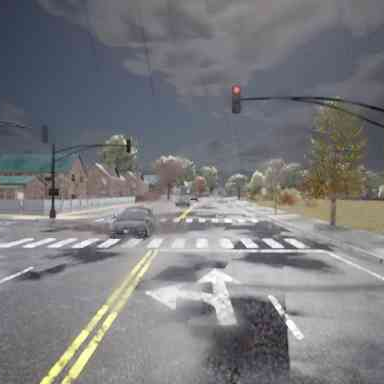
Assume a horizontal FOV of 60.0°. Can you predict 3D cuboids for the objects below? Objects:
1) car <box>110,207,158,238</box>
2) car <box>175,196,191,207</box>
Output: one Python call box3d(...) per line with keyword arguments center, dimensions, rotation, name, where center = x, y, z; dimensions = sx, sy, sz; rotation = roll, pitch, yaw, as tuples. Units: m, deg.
box3d(center=(-2.951, 1.586, 17.641), dimensions=(1.837, 1.490, 4.892), rotation=(0, 0, 2), name="car")
box3d(center=(-1.397, 1.412, 52.084), dimensions=(2.097, 1.767, 4.553), rotation=(0, 0, 4), name="car")
